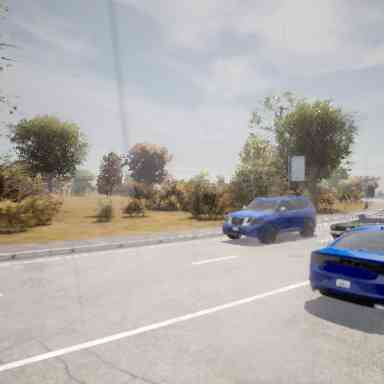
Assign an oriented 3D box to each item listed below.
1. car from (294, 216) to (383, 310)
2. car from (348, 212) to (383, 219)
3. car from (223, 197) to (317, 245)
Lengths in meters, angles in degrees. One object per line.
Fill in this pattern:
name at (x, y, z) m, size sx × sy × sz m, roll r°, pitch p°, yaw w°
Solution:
car at (4.650, 1.494, 7.507) m, size 5.008 × 1.535 × 1.882 m, roll 0°, pitch 0°, yaw -38°
car at (8.231, 1.631, 15.399) m, size 4.718 × 1.301 × 1.895 m, roll 0°, pitch 0°, yaw -42°
car at (3.976, 1.255, 16.294) m, size 5.566 × 2.045 × 2.150 m, roll 0°, pitch 0°, yaw -41°
